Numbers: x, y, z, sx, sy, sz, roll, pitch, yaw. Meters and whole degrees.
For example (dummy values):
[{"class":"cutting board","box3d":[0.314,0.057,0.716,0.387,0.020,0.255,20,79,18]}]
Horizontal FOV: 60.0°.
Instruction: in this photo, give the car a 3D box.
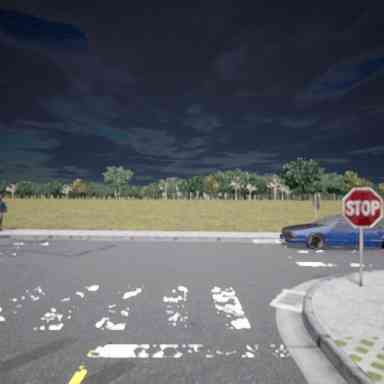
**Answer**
[{"class":"car","box3d":[6.553,1.654,14.043,5.357,1.411,2.033,1,0,0]}]

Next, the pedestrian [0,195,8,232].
[{"class":"pedestrian","box3d":[-9.721,1.063,16.831,0.375,1.860,0.375,0,-1,0]}]
